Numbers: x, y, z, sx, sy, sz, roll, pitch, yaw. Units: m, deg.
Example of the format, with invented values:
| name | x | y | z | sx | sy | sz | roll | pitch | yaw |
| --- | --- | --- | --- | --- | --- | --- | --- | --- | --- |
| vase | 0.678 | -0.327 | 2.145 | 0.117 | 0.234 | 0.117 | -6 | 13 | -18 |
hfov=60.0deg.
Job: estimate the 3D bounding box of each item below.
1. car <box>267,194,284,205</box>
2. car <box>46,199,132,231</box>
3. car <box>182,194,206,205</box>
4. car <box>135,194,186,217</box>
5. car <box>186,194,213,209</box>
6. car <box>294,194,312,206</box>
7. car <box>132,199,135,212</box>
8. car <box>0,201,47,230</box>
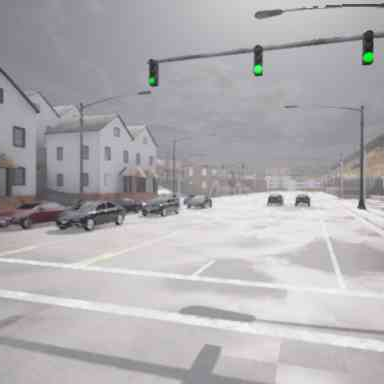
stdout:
| name | x | y | z | sx | sy | sz | roll | pitch | yaw |
| --- | --- | --- | --- | --- | --- | --- | --- | --- | --- |
| car | 11.508 | 0.961 | 45.550 | 1.882 | 1.535 | 5.008 | 0 | 1 | 20 |
| car | -5.609 | 1.265 | 18.956 | 1.837 | 1.490 | 4.892 | 0 | 1 | 20 |
| car | 0.347 | 0.980 | 45.860 | 1.812 | 1.442 | 4.674 | 0 | 1 | 20 |
| car | -2.487 | 1.169 | 27.667 | 1.837 | 1.490 | 4.892 | 0 | 1 | 20 |
| car | 0.983 | 1.083 | 37.352 | 1.812 | 1.442 | 4.674 | 0 | 1 | 20 |
| car | 14.606 | 1.016 | 43.831 | 1.837 | 1.490 | 4.892 | 0 | 1 | 20 |
| car | -6.034 | 1.251 | 28.146 | 1.895 | 1.301 | 4.718 | 0 | 1 | 20 |
| car | -9.103 | 1.271 | 19.585 | 1.812 | 1.442 | 4.674 | 0 | 1 | 19 |
